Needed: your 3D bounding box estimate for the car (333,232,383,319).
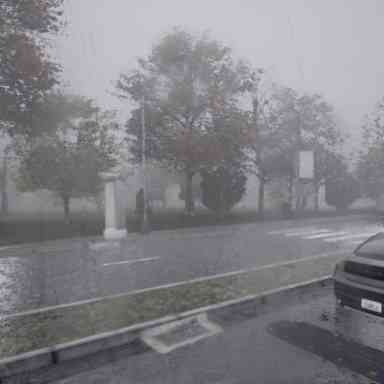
[{"bbox_3d":[4.714,1.492,6.493,4.892,1.490,1.837,0,0,-35],"label":"car"}]
